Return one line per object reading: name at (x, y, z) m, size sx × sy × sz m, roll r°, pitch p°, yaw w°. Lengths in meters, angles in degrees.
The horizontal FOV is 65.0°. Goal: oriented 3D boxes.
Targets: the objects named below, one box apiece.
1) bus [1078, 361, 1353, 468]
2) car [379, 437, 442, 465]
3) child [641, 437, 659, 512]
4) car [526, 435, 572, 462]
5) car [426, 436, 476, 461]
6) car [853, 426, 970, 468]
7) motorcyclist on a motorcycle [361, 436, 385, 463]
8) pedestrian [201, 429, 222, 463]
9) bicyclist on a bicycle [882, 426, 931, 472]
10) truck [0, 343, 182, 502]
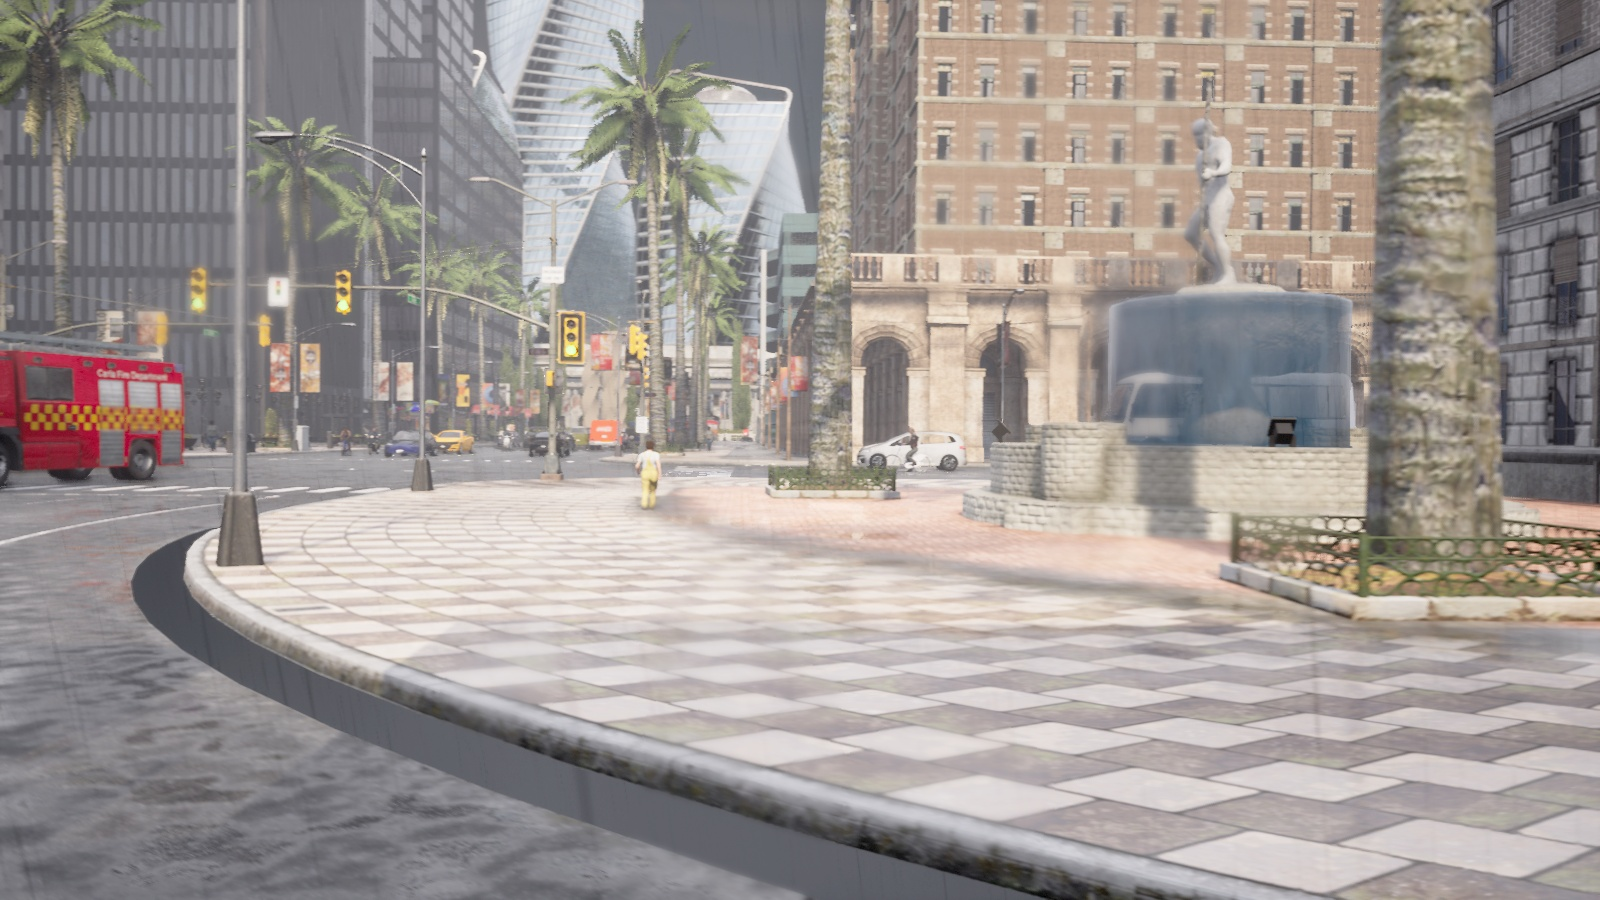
bus at (17.315, -1.468, 52.940) m, size 10.273 × 4.253 × 3.944 m, roll -1°, pitch 1°, yaw -2°
car at (-21.723, 0.019, 70.185) m, size 2.163 × 1.488 × 4.792 m, roll -1°, pitch 1°, yaw -2°
child at (-2.548, 0.417, 21.378) m, size 0.270 × 1.263 × 0.437 m, roll -1°, pitch 1°, yaw -3°
car at (-14.894, -0.119, 74.744) m, size 1.882 × 1.535 × 5.008 m, roll -1°, pitch 1°, yaw -2°
car at (-22.070, -0.121, 79.604) m, size 1.882 × 1.535 × 5.008 m, roll -1°, pitch 1°, yaw -2°
car at (4.628, -0.133, 52.453) m, size 4.611 × 1.667 × 2.242 m, roll -1°, pitch 1°, yaw -2°
motorcyclist on a motorcycle at (-25.393, -0.055, 74.731) m, size 0.866 × 1.590 × 1.817 m, roll -1°, pitch 1°, yaw -2°
pedestrian at (-33.135, -0.234, 70.665) m, size 0.874 × 1.855 × 0.900 m, roll -1°, pitch 1°, yaw -12°
bicyclist on a bicycle at (4.136, -0.058, 48.934) m, size 1.843 × 1.776 × 0.659 m, roll 0°, pitch 1°, yaw -2°
truck at (-20.263, -0.679, 32.719) m, size 2.891 × 3.827 × 8.468 m, roll 0°, pitch 1°, yaw 11°
